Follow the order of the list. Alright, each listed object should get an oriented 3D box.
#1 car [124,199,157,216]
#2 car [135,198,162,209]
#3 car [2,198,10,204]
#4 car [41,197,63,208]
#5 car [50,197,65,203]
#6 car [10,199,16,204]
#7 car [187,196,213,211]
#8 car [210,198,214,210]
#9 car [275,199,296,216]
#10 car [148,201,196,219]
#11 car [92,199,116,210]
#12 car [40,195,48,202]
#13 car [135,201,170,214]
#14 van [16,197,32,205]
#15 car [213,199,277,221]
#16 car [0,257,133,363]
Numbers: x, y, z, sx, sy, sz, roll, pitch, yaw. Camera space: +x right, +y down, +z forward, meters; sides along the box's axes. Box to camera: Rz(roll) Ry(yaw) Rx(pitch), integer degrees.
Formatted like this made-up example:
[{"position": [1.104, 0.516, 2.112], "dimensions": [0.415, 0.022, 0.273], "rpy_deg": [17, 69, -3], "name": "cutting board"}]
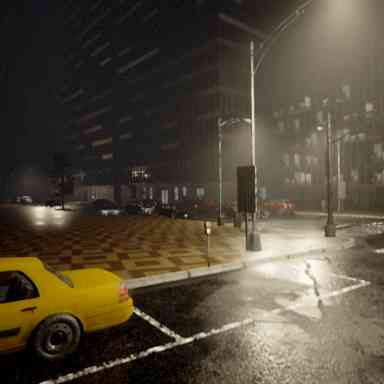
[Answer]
[{"position": [-5.667, 1.687, 36.195], "dimensions": [1.967, 1.590, 4.097], "rpy_deg": [-2, 1, -41], "name": "car"}, {"position": [-6.659, 1.697, 50.188], "dimensions": [1.947, 1.339, 4.313], "rpy_deg": [-2, 1, -41], "name": "car"}, {"position": [-46.084, 2.119, 83.060], "dimensions": [1.752, 1.417, 4.829], "rpy_deg": [-2, 1, -41], "name": "car"}, {"position": [-24.086, 1.990, 57.557], "dimensions": [1.802, 1.307, 4.206], "rpy_deg": [-2, 1, -41], "name": "car"}, {"position": [-32.493, 1.920, 80.132], "dimensions": [1.947, 1.339, 4.313], "rpy_deg": [-2, 1, -41], "name": "car"}, {"position": [-38.715, 2.058, 74.516], "dimensions": [1.752, 1.417, 4.829], "rpy_deg": [-2, 1, -41], "name": "car"}, {"position": [0.716, 1.382, 41.627], "dimensions": [2.192, 1.841, 5.009], "rpy_deg": [-2, 1, -41], "name": "car"}, {"position": [4.414, 1.616, 37.355], "dimensions": [1.802, 1.307, 4.206], "rpy_deg": [-2, 1, -41], "name": "car"}, {"position": [8.103, 1.441, 33.076], "dimensions": [1.967, 1.590, 4.097], "rpy_deg": [-2, 1, -41], "name": "car"}, {"position": [-1.980, 1.780, 31.925], "dimensions": [1.947, 1.339, 4.313], "rpy_deg": [-2, 1, -41], "name": "car"}, {"position": [-12.938, 1.749, 48.679], "dimensions": [1.882, 1.535, 5.008], "rpy_deg": [-2, 0, -40], "name": "car"}, {"position": [-36.184, 1.930, 84.410], "dimensions": [1.887, 1.381, 4.507], "rpy_deg": [-2, 1, -41], "name": "car"}, {"position": [-4.668, 1.764, 39.026], "dimensions": [1.994, 1.385, 4.181], "rpy_deg": [-2, 1, -41], "name": "car"}, {"position": [-35.145, 1.844, 70.370], "dimensions": [1.690, 1.788, 3.998], "rpy_deg": [-2, 1, -41], "name": "van"}, {"position": [4.414, 1.624, 28.487], "dimensions": [1.837, 1.490, 4.892], "rpy_deg": [-2, 1, -41], "name": "car"}, {"position": [-3.203, 1.526, 4.292], "dimensions": [4.829, 1.417, 1.752], "rpy_deg": [0, -1, -35], "name": "car"}]
